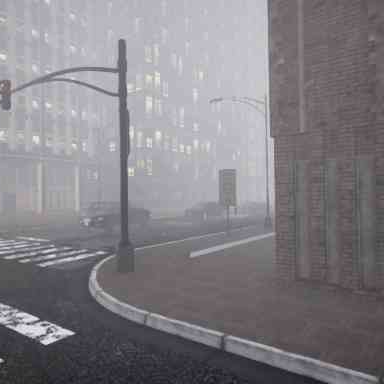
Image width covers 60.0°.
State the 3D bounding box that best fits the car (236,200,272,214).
[{"bbox_3d":[7.242,1.707,37.530,1.895,1.301,4.718,-1,-1,36],"label":"car"}]

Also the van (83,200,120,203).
[{"bbox_3d":[-6.026,1.460,23.520,1.690,1.788,3.998,-2,-1,36],"label":"van"}]

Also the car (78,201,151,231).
[{"bbox_3d":[-4.653,1.558,21.004,2.128,1.511,4.902,-1,-1,34],"label":"car"}]

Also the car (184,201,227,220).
[{"bbox_3d":[1.282,1.563,29.247,1.882,1.535,5.008,-1,-1,36],"label":"car"}]
